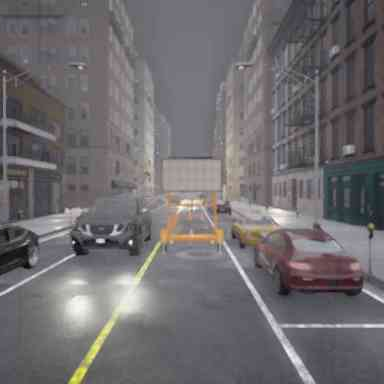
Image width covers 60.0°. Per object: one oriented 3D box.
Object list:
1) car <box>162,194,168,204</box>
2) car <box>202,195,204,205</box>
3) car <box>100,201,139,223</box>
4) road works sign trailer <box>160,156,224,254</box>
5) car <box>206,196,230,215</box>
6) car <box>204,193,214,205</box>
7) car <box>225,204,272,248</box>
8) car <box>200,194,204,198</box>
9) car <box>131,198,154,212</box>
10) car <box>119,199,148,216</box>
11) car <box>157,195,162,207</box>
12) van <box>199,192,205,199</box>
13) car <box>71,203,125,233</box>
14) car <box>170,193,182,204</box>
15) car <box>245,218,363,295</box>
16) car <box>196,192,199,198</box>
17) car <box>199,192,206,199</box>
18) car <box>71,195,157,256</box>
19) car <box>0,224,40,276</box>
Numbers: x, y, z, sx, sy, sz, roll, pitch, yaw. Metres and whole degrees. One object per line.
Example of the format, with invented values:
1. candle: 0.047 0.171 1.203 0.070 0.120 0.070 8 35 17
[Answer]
1. car: -5.390 1.175 53.740 1.967 1.590 4.097 0 0 0
2. car: 2.636 1.337 42.377 1.887 1.381 4.507 0 0 0
3. car: -5.389 1.427 25.329 2.008 1.369 4.403 0 0 0
4. road works sign trailer: 0.000 0.400 13.147 2.380 3.560 2.880 0 0 0
5. car: 2.636 1.393 31.012 1.887 1.381 4.507 0 0 0
6. car: 2.636 1.261 36.694 1.967 1.590 4.097 0 0 0
7. car: 2.637 1.456 14.135 1.752 1.417 4.829 0 0 0
8. car: 2.636 1.315 48.059 2.008 1.369 4.403 0 0 0
9. car: -5.389 1.386 36.694 1.947 1.339 4.313 0 0 0
10. car: -5.389 1.393 31.012 1.887 1.381 4.507 0 0 0
11. car: -5.389 1.232 42.375 1.967 1.590 4.097 0 0 0
12. van: 2.688 0.885 91.803 1.690 1.788 3.998 0 0 0
13. car: -5.388 1.449 19.647 1.887 1.381 4.507 0 0 0
14. car: -2.752 1.321 57.215 2.033 1.411 5.357 0 0 0
15. car: 2.637 1.541 8.283 1.802 1.307 4.206 0 0 0
16. car: 2.697 0.914 80.796 2.192 1.841 5.009 0 0 0
17. car: 2.635 1.050 53.740 2.192 1.841 5.009 0 0 0
18. car: -2.851 1.157 13.127 2.150 2.045 5.566 0 0 0
19. car: -5.388 1.525 8.282 1.947 1.339 4.313 0 0 0
